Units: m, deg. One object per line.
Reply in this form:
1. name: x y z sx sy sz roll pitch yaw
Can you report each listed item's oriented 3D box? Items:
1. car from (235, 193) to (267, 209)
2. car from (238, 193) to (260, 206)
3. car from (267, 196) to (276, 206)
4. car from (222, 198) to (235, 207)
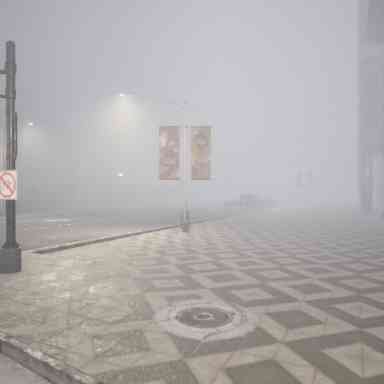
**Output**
1. car: 8.159 1.189 45.846 2.150 2.045 5.566 0 0 26
2. car: 9.762 1.183 56.630 2.150 2.045 5.566 0 0 26
3. car: 12.671 1.449 55.178 2.128 1.511 4.902 0 0 26
4. car: 6.106 1.571 49.063 1.895 1.301 4.718 0 0 27
